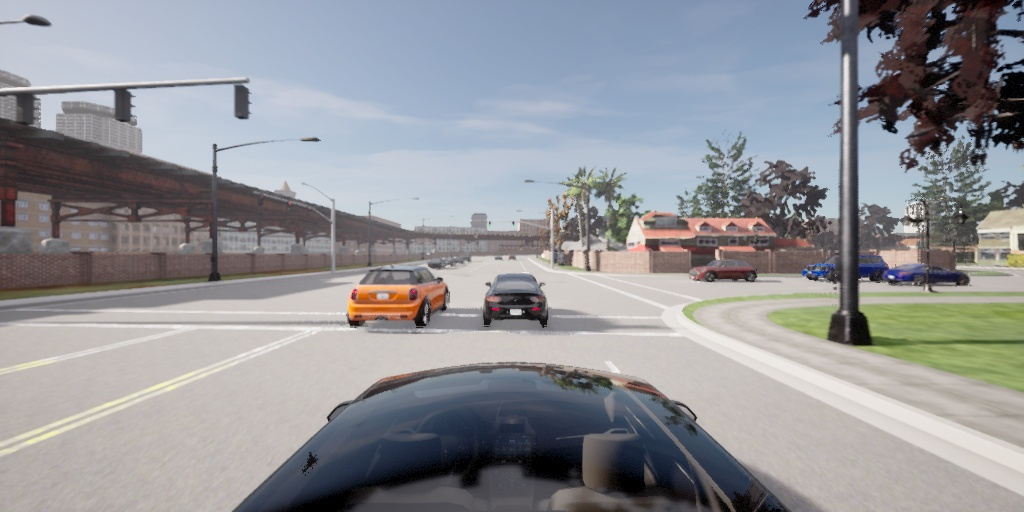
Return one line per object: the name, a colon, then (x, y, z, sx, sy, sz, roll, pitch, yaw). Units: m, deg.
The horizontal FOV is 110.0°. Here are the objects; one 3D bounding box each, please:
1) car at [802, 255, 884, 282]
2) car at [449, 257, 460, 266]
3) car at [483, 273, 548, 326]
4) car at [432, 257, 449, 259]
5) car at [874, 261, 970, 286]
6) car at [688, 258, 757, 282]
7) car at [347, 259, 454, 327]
car: (25.803, 0.939, 27.822, 5.566, 2.045, 2.150, 0, 0, -2)
car: (-10.491, 0.919, 59.685, 2.128, 1.511, 4.902, 0, 1, 1)
car: (0.103, 1.263, 11.458, 1.812, 1.442, 4.674, 0, 0, 0)
car: (-10.552, 1.029, 50.180, 1.882, 1.535, 5.008, 0, 1, 0)
car: (27.806, 1.247, 24.183, 4.674, 1.442, 1.812, 0, 0, -2)
car: (16.104, 1.070, 27.578, 4.553, 1.767, 2.097, 0, 0, -1)
car: (-3.397, 1.088, 11.579, 2.097, 1.767, 4.553, 0, 0, 0)
